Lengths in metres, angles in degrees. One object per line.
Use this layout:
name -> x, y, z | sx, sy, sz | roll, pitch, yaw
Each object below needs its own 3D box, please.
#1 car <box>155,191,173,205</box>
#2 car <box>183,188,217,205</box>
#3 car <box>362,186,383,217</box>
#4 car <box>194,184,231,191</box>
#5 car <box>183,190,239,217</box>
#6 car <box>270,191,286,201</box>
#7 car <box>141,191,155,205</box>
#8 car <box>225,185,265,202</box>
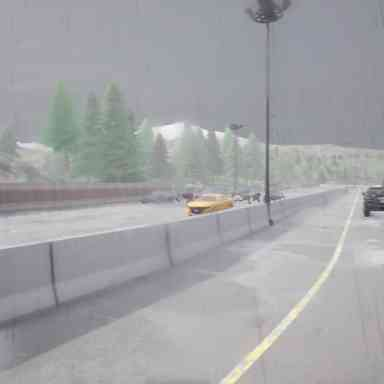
car -> -1.251, 0.313, 33.662 | 2.128, 1.511, 4.902 | 1, 2, 27
car -> 1.037, 0.403, 38.261 | 2.097, 1.767, 4.553 | 1, 2, 28
car -> 13.274, 0.603, 23.336 | 2.150, 2.045, 5.566 | 1, 2, 27
car -> 1.866, 0.295, 32.069 | 1.882, 1.535, 5.008 | 1, 2, 27
car -> 1.408, 0.887, 23.691 | 1.882, 1.535, 5.008 | 1, 2, 27
car -> 10.080, 0.578, 40.460 | 1.994, 1.385, 4.181 | 1, 2, 27
car -> -3.741, 0.633, 36.647 | 1.812, 1.442, 4.674 | 1, 2, 27
car -> 4.983, 0.346, 30.477 | 1.837, 1.490, 4.892 | 1, 2, 27
